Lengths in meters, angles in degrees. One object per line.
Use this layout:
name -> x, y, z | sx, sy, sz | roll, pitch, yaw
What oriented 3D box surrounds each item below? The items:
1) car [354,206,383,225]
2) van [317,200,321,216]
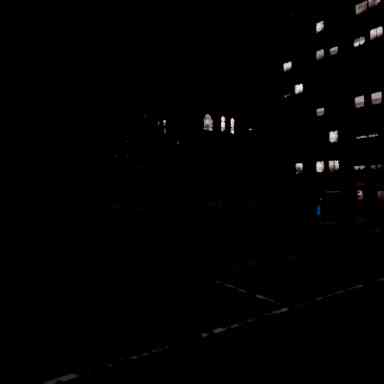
car -> 13.904, 1.649, 23.330 | 1.882, 1.535, 5.008 | 1, -1, -28
van -> 10.593, 1.659, 32.611 | 1.690, 1.788, 3.998 | -1, 0, -36
